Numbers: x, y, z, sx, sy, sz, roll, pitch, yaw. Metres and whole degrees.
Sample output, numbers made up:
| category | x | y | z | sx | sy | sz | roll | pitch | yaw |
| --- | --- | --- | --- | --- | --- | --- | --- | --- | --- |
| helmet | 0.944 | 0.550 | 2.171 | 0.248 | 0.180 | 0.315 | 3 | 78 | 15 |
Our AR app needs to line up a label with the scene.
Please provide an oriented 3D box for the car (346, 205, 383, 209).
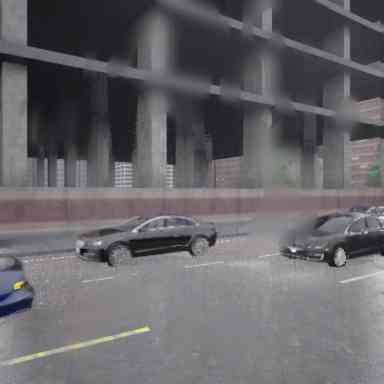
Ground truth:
| category | x | y | z | sx | sy | sz | roll | pitch | yaw |
| --- | --- | --- | --- | --- | --- | --- | --- | --- | --- |
| car | 9.249 | 1.492 | 18.127 | 4.902 | 1.511 | 2.128 | 0 | 0 | -32 |

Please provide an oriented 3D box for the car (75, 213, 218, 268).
| category | x | y | z | sx | sy | sz | roll | pitch | yaw |
| --- | --- | --- | --- | --- | --- | --- | --- | --- | --- |
| car | -1.381 | 1.492 | 11.374 | 4.902 | 1.511 | 2.128 | 0 | 0 | -32 |

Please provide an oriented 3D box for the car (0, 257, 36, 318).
| category | x | y | z | sx | sy | sz | roll | pitch | yaw |
| --- | --- | --- | --- | --- | --- | --- | --- | --- | --- |
| car | -5.206 | 1.548 | 4.678 | 5.357 | 1.411 | 2.033 | 0 | 0 | -34 |

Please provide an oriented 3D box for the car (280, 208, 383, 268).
| category | x | y | z | sx | sy | sz | roll | pitch | yaw |
| --- | --- | --- | --- | --- | --- | --- | --- | --- | --- |
| car | 5.119 | 1.504 | 11.356 | 4.892 | 1.490 | 1.837 | 0 | 0 | -32 |
